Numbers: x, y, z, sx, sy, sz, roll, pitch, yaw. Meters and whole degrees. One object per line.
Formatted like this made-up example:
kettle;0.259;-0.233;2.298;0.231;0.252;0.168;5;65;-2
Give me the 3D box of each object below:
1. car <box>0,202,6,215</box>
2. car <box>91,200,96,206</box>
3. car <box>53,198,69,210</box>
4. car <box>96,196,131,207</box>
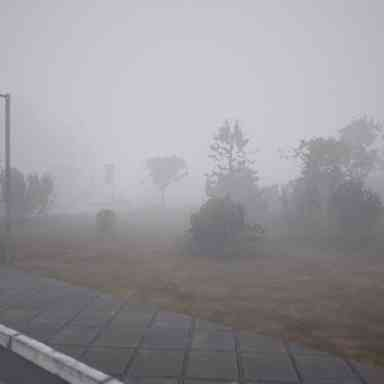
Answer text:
car;-18.440;1.490;34.364;2.128;1.511;4.902;0;0;39
car;-13.413;1.395;52.063;1.882;1.535;5.008;0;1;39
car;-17.685;1.483;41.197;2.128;1.511;4.902;0;0;39
car;-11.215;1.528;49.217;1.895;1.301;4.718;0;1;39
